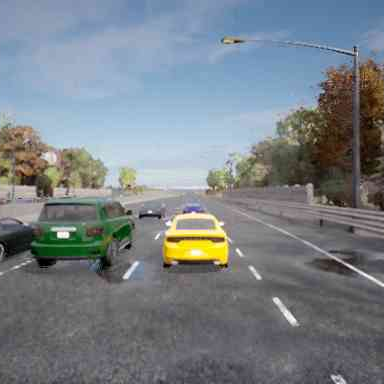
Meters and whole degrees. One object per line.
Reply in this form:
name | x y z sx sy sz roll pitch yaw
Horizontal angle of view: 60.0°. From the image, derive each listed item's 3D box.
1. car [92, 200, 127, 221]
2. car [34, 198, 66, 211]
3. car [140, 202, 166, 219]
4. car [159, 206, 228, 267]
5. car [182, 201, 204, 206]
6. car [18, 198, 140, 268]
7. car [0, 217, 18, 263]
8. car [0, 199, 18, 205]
car | -6.888 1.517 28.299 1.837 1.490 4.892 0 0 0
car | -17.566 1.533 41.396 1.837 1.490 4.892 0 0 0
car | -3.387 1.577 28.887 1.994 1.385 4.181 0 0 0
car | 0.105 1.479 11.400 1.882 1.535 5.008 0 0 0
car | 0.111 1.539 29.358 1.812 1.442 4.674 0 0 0
car | -3.393 1.223 11.446 2.150 2.045 5.566 0 0 0
car | -6.895 1.566 11.700 1.994 1.385 4.181 0 0 0
car | -21.066 1.574 41.209 2.033 1.411 5.357 0 0 0
